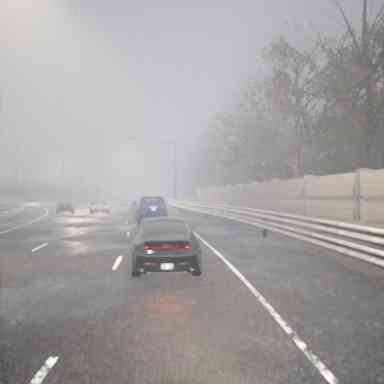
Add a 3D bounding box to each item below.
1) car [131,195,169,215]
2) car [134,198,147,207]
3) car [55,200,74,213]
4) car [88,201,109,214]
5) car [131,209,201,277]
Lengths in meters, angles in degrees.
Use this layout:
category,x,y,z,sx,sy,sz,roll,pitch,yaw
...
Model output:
category,x,y,z,sx,sy,sz,roll,pitch,yaw
car,-3.238,1.277,25.425,2.150,2.045,5.566,0,0,-13
car,-8.381,1.720,54.296,1.895,1.301,4.718,0,0,-6
car,-14.492,1.643,37.900,2.033,1.411,5.357,0,0,-22
car,-10.533,1.689,37.279,1.895,1.301,4.718,0,0,-21
car,-0.816,1.528,10.401,1.837,1.490,4.892,0,0,-5
